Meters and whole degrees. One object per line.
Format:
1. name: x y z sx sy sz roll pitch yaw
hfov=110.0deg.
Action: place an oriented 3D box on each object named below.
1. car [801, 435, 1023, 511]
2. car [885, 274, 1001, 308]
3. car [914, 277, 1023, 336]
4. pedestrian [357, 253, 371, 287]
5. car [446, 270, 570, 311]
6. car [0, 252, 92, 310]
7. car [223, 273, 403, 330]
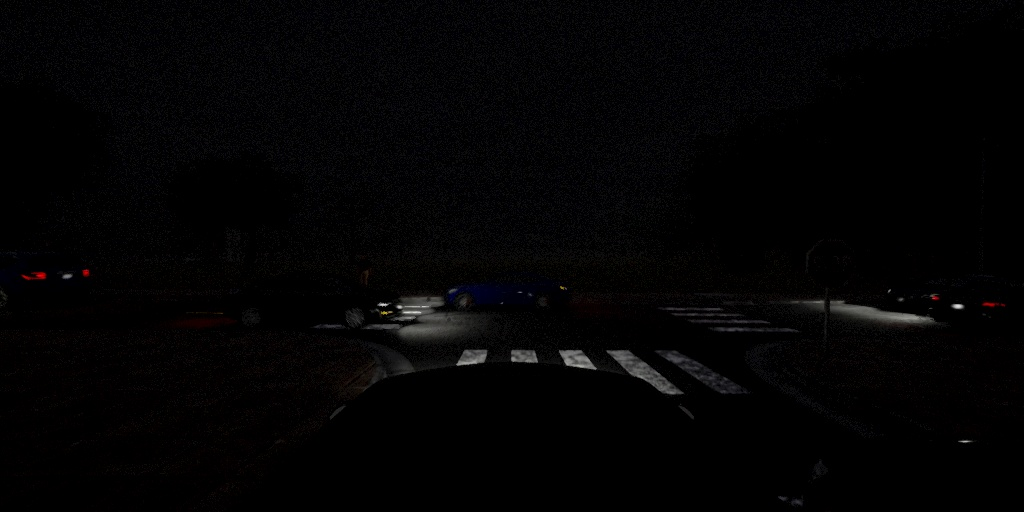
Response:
1. car: 2.638 1.300 0.422 2.007 1.370 4.403 0 0 0
2. car: 17.219 1.424 13.728 4.674 1.442 1.812 1 1 0
3. car: 15.400 1.507 10.778 4.181 1.385 1.994 1 1 0
4. pedestrian: -6.890 0.766 16.597 0.375 1.860 0.375 0 1 0
5. car: -0.153 1.259 13.717 4.674 1.442 1.812 0 1 0
6. car: -19.634 0.861 13.674 5.566 2.045 2.150 0 1 0
7. car: -5.798 1.262 10.747 4.892 1.490 1.837 0 1 0
